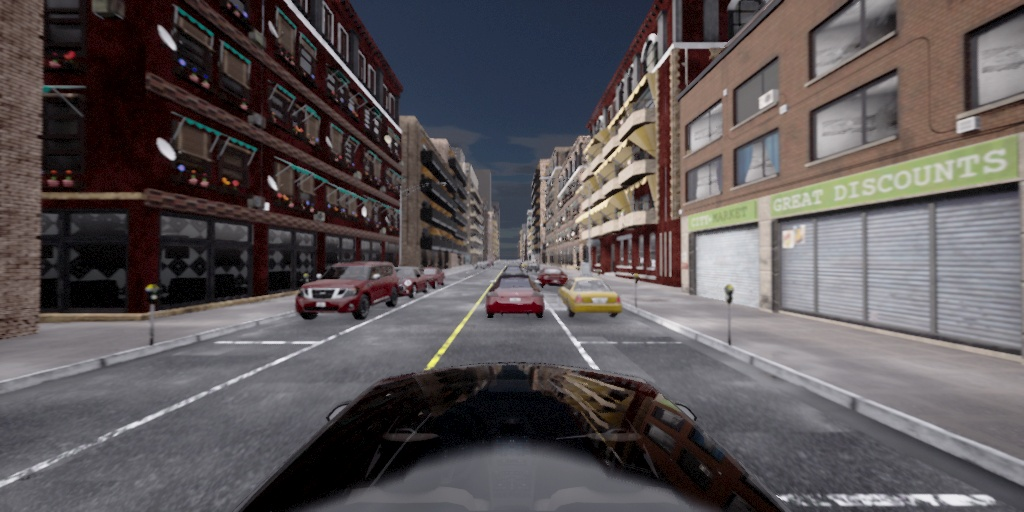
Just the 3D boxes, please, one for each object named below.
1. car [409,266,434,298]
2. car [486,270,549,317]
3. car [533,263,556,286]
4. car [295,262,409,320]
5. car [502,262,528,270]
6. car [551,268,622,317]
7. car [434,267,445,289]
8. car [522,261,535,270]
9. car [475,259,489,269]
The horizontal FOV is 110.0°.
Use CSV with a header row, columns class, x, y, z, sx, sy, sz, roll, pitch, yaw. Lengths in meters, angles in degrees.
class,x,y,z,sx,sy,sz,roll,pitch,yaw
car,-5.692,1.294,18.810,1.967,1.591,4.097,0,0,0
car,0.101,1.387,13.535,1.994,1.385,4.181,0,0,0
car,2.689,1.434,24.443,1.888,1.381,4.507,0,0,0
car,-5.691,1.135,13.175,2.192,1.841,5.009,0,0,0
car,0.101,1.490,30.626,1.994,1.385,4.181,0,0,0
car,2.689,1.346,13.341,1.751,1.417,4.829,0,0,0
car,-5.691,1.434,24.448,1.888,1.381,4.507,0,0,0
car,2.690,1.576,46.987,2.007,1.370,4.403,0,0,0
car,-5.690,1.676,63.899,2.007,1.370,4.403,0,0,0
